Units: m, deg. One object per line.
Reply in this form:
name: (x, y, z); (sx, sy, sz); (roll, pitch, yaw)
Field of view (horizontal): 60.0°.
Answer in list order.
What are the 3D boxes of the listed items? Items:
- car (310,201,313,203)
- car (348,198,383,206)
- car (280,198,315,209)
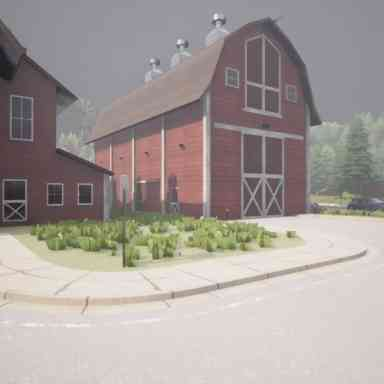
car: (13.898, 1.558, 42.780); (1.837, 1.490, 4.892); (0, 0, -34)
car: (19.009, 1.397, 35.344); (2.097, 1.767, 4.553); (0, 0, -34)
car: (15.013, 1.582, 47.688); (1.812, 1.442, 4.674); (0, 0, -34)
